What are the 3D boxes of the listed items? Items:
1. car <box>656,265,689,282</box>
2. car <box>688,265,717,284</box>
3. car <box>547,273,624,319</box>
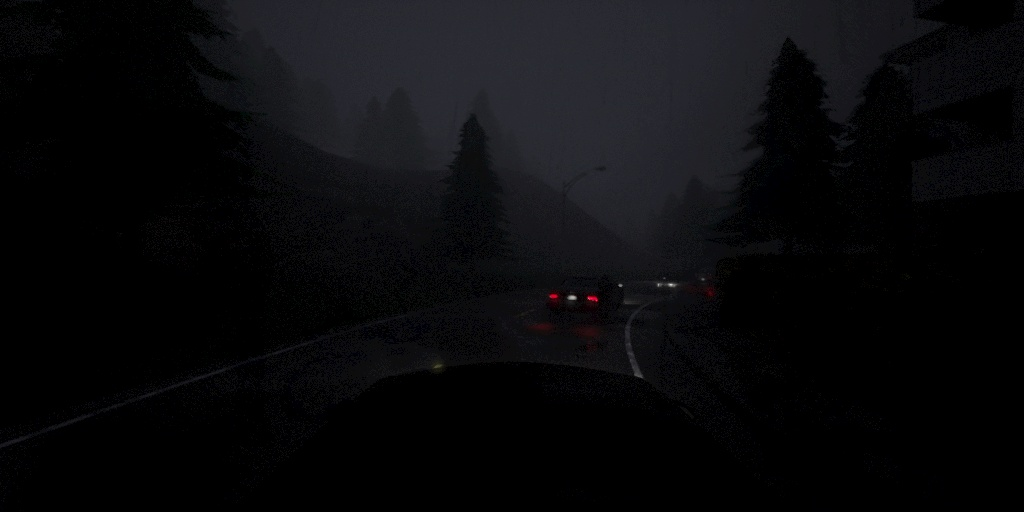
[{"bbox_3d":[14.940,1.485,31.165,5.357,1.411,2.033,1,0,-31],"label":"car"},{"bbox_3d":[15.674,1.465,27.154,4.674,1.442,1.812,1,0,-35],"label":"car"},{"bbox_3d":[2.894,1.340,13.263,2.033,1.411,5.357,0,0,25],"label":"car"}]
